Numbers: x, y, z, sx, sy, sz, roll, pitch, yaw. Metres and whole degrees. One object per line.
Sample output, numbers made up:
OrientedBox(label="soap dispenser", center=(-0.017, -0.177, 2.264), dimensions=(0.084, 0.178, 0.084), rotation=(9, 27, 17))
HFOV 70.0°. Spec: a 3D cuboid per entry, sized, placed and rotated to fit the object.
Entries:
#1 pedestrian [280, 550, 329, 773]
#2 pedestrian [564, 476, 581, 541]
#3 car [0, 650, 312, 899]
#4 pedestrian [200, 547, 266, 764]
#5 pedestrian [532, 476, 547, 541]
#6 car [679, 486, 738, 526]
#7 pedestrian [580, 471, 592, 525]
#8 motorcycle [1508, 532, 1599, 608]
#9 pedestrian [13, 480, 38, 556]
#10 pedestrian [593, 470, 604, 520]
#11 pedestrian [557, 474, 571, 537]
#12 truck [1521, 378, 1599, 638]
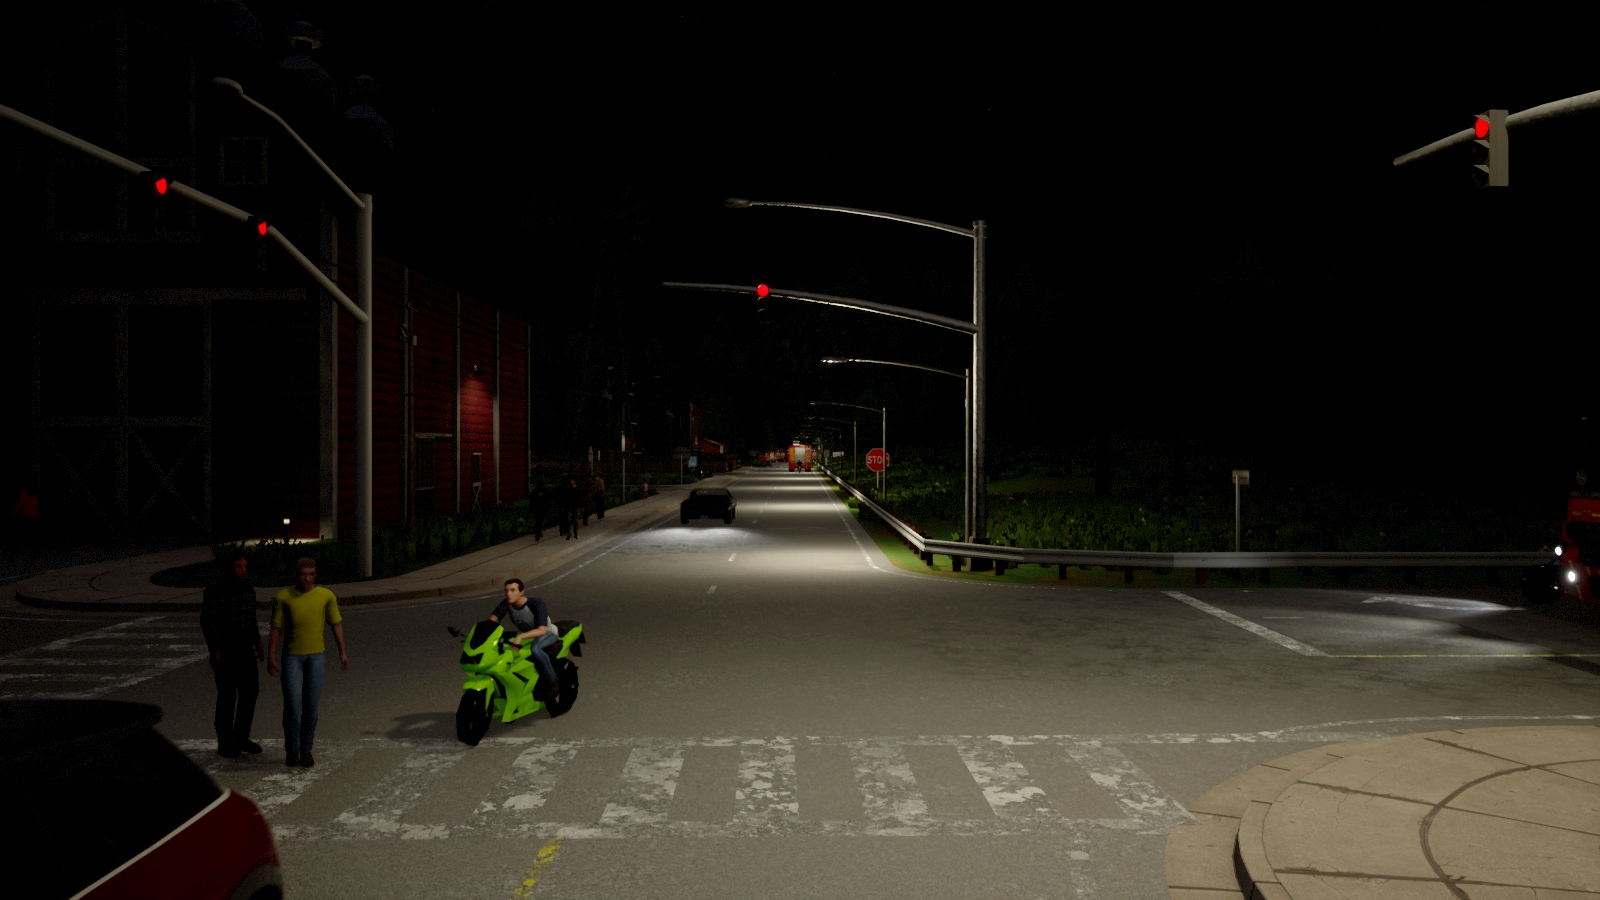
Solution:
OrientedBox(label="pedestrian", center=(-4.335, 1.826, 9.998), dimensions=(0.375, 1.860, 0.375), rotation=(0, 0, -26))
OrientedBox(label="pedestrian", center=(-6.581, 1.676, 33.025), dimensions=(0.375, 1.860, 0.375), rotation=(0, 0, 6))
OrientedBox(label="car", center=(-3.531, 1.903, 3.536), dimensions=(2.097, 1.767, 4.553), rotation=(0, 0, 0))
OrientedBox(label="pedestrian", center=(-5.105, 1.825, 10.290), dimensions=(0.375, 1.860, 0.375), rotation=(0, 0, 27))
OrientedBox(label="pedestrian", center=(-7.489, 1.676, 32.844), dimensions=(0.375, 1.860, 0.375), rotation=(0, 0, -2))
OrientedBox(label="car", center=(-3.475, 2.129, 44.029), dimensions=(1.895, 1.301, 4.718), rotation=(0, 0, 0))
OrientedBox(label="pedestrian", center=(-7.497, 1.672, 40.012), dimensions=(0.375, 1.860, 0.375), rotation=(0, 0, -2))
OrientedBox(label="motorcycle", center=(14.113, 2.131, 20.458), dimensions=(2.356, 1.277, 0.764), rotation=(0, 0, 2))
OrientedBox(label="pedestrian", center=(-19.244, 1.685, 28.392), dimensions=(0.375, 1.860, 0.375), rotation=(0, 0, -1))
OrientedBox(label="pedestrian", center=(-7.518, 1.669, 42.593), dimensions=(0.375, 1.860, 0.375), rotation=(0, 0, -2))
OrientedBox(label="pedestrian", center=(-7.134, 1.673, 34.516), dimensions=(0.375, 1.860, 0.375), rotation=(0, 0, -3))
OrientedBox(label="truck", center=(15.989, 0.853, 17.220), dimensions=(8.468, 3.827, 2.891), rotation=(0, 0, -1))
